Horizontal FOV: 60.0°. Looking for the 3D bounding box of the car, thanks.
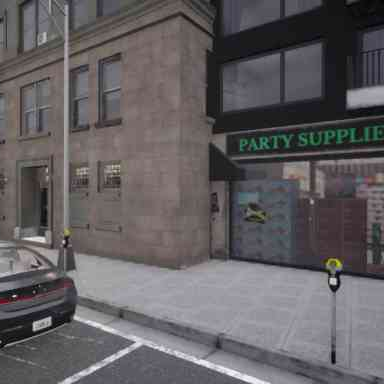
[{"bbox_3d":[-3.808,1.550,5.760,4.403,1.369,2.008,0,0,35],"label":"car"}]
